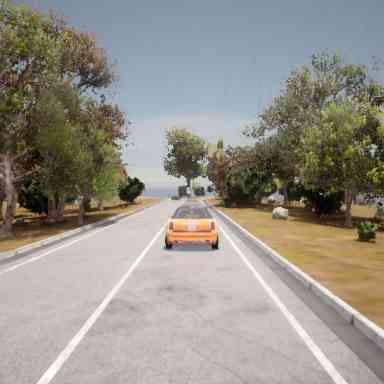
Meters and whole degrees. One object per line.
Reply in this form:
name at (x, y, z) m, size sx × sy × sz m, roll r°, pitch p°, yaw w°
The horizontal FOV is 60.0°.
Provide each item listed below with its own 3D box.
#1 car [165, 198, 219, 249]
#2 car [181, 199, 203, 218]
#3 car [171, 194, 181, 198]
car at (0.000, 1.339, 14.618) m, size 2.097 × 1.767 × 4.553 m, roll 0°, pitch 0°, yaw 0°
car at (0.000, 1.437, 29.646) m, size 1.812 × 1.442 × 4.674 m, roll 0°, pitch 0°, yaw 0°
car at (-3.499, 1.135, 72.715) m, size 1.994 × 1.385 × 4.181 m, roll 0°, pitch 0°, yaw 0°
